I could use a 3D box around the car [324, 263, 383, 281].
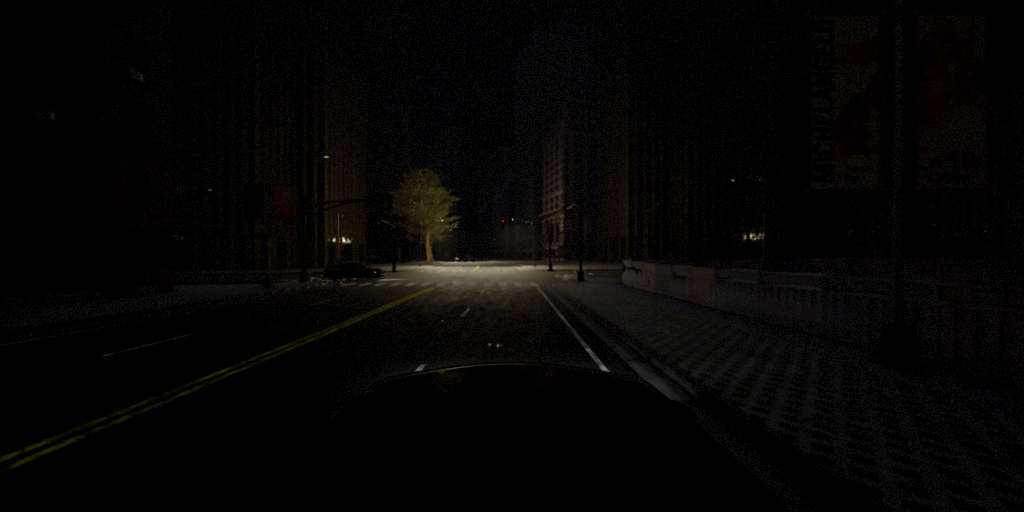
[{"bbox_3d":[-13.268,1.320,30.136,4.674,1.442,1.812,-1,0,0],"label":"car"}]

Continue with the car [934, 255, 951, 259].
[{"bbox_3d":[47.311,0.773,37.055,4.718,1.301,1.895,-1,0,0],"label":"car"}]

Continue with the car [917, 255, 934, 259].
[{"bbox_3d":[47.318,0.659,40.305,4.902,1.511,2.128,-1,0,0],"label":"car"}]
